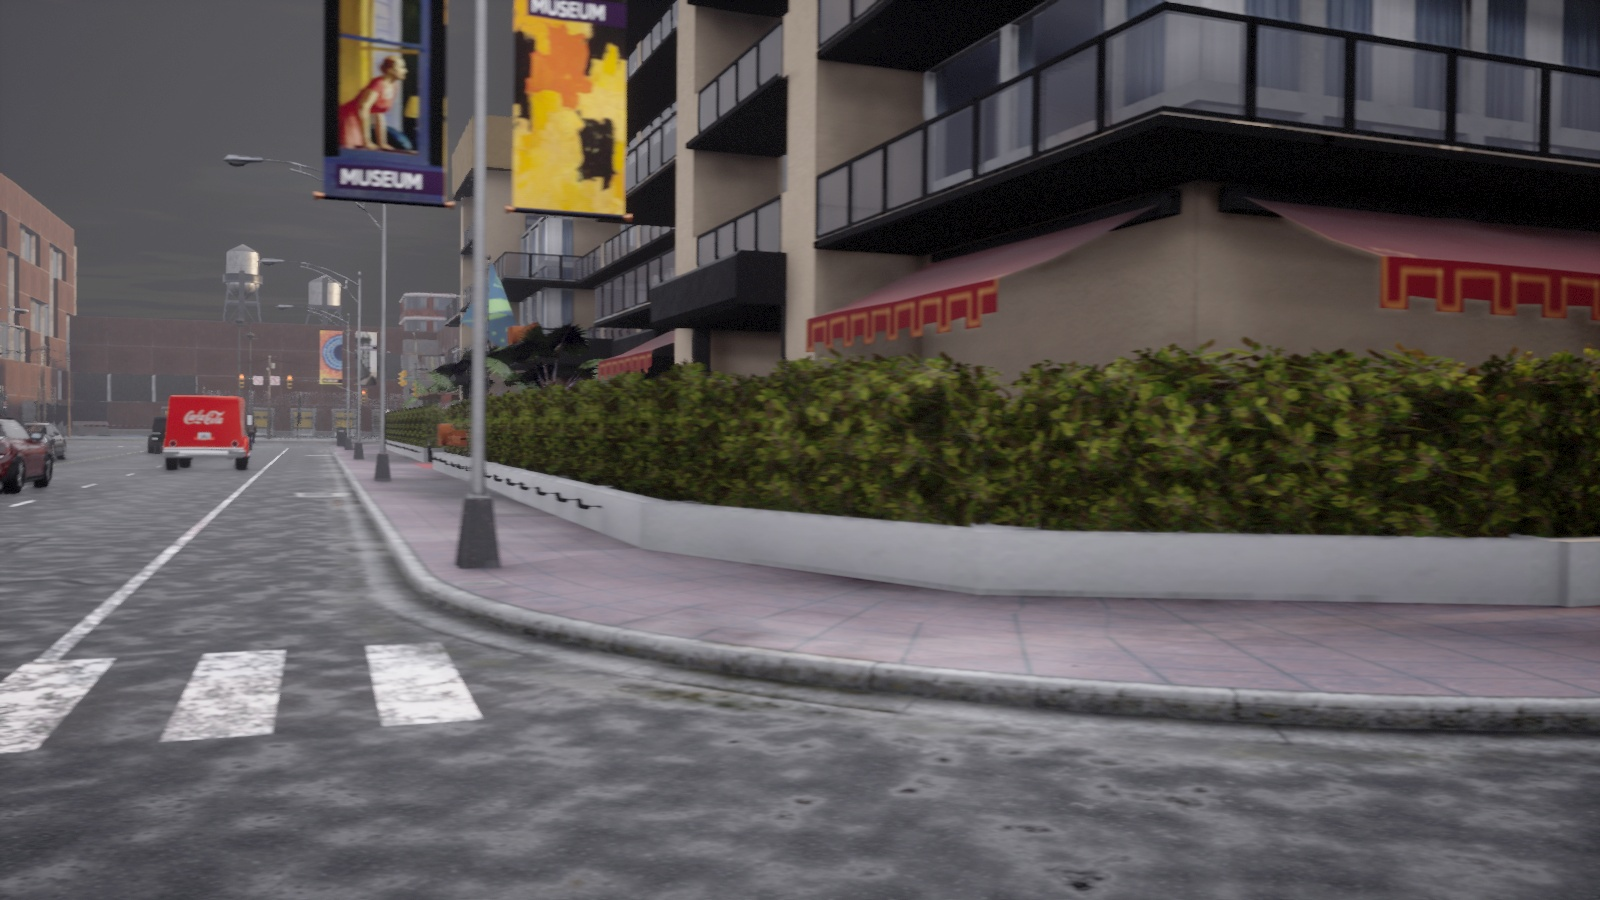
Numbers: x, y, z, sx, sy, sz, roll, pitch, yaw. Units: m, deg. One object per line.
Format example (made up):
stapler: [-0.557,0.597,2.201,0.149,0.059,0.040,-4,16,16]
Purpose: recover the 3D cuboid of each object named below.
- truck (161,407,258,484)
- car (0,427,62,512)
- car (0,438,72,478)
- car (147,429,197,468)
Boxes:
truck: [-20.284,-0.176,43.383,2.627,2.467,5.204,-1,1,-21]
car: [-18.062,0.397,27.946,2.097,1.767,4.553,-1,1,-21]
car: [-30.039,0.287,49.252,1.970,1.475,3.806,-1,1,-20]
car: [-32.173,-0.107,64.442,1.905,1.878,3.866,-1,1,-21]
